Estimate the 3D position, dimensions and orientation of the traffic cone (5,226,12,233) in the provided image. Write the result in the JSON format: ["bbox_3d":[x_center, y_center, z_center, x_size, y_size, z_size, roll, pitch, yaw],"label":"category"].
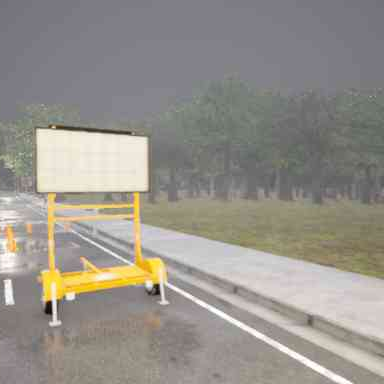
[{"bbox_3d":[-7.818,1.907,14.380,0.340,0.580,0.340,-1,0,-30],"label":"traffic cone"}]

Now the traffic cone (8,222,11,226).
[{"bbox_3d":[-8.818,1.901,16.111,0.340,0.580,0.340,-1,1,-30],"label":"traffic cone"}]

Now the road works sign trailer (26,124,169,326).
[{"bbox_3d":[-2.129,0.428,7.269,2.380,3.560,2.880,-1,0,-30],"label":"road works sign trailer"}]

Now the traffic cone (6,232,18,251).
[{"bbox_3d":[-6.817,1.913,12.648,0.340,0.580,0.340,-1,0,-30],"label":"traffic cone"}]
